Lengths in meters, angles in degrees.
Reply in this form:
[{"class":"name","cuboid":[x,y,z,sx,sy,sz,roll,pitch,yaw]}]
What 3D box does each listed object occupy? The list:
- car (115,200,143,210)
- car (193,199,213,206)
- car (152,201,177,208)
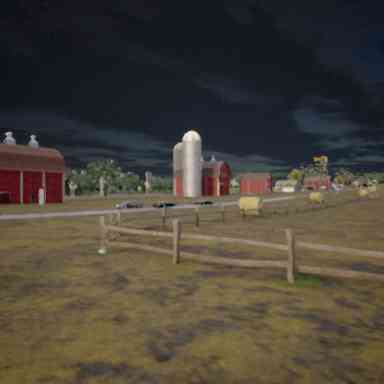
[{"class":"car","cuboid":[-10.023,2.011,52.893,2.128,1.511,4.902,0,0,36]},{"class":"car","cuboid":[2.335,2.033,65.442,1.895,1.301,4.718,0,0,35]},{"class":"car","cuboid":[-4.508,2.078,55.714,1.895,1.301,4.718,0,0,36]}]
